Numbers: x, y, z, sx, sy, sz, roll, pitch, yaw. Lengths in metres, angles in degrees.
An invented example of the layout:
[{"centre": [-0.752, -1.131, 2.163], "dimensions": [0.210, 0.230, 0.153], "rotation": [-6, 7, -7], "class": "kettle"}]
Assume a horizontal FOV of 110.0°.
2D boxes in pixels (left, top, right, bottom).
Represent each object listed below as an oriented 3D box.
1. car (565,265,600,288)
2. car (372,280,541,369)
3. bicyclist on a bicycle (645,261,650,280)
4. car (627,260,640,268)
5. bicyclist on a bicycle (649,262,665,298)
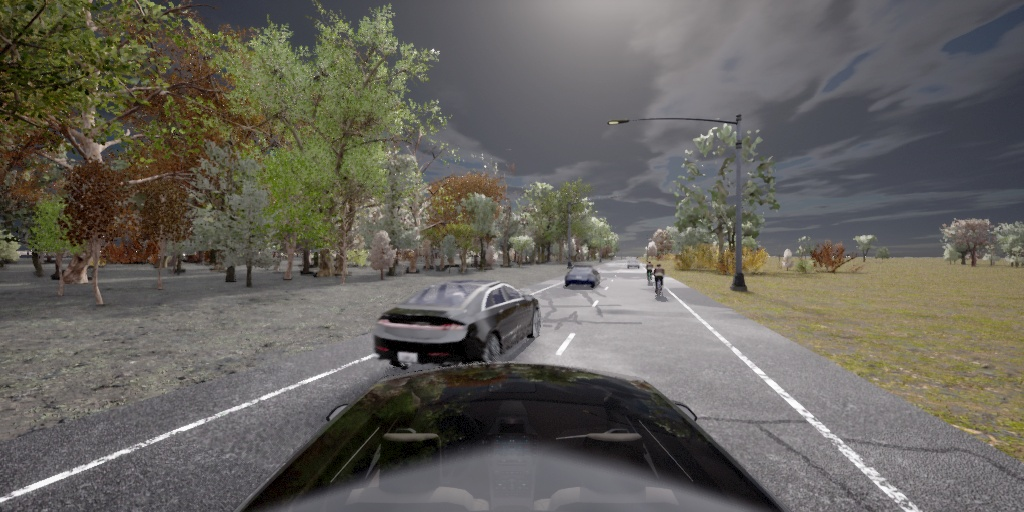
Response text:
[{"centre": [4.847, 1.318, 24.392], "dimensions": [1.994, 1.385, 4.181], "rotation": [0, 0, 18], "class": "car"}, {"centre": [-0.740, 1.242, 7.472], "dimensions": [2.128, 1.511, 4.902], "rotation": [0, 0, 18], "class": "car"}, {"centre": [9.948, 1.208, 25.916], "dimensions": [0.582, 1.620, 1.656], "rotation": [0, 0, 18], "class": "bicyclist on a bicycle"}, {"centre": [20.099, 1.365, 59.403], "dimensions": [1.895, 1.301, 4.718], "rotation": [0, 0, 18], "class": "car"}, {"centre": [7.142, 1.206, 17.420], "dimensions": [0.582, 1.620, 1.656], "rotation": [0, 0, 18], "class": "bicyclist on a bicycle"}]
